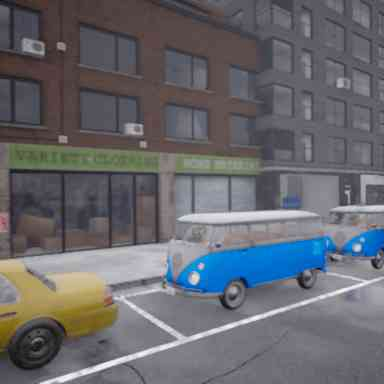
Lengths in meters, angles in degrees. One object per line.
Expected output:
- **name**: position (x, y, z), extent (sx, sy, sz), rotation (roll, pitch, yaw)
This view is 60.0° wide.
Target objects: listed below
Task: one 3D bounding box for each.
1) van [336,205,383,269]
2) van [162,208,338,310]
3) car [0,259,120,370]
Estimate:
- **van**: position (5.856, 1.320, 10.726), extent (3.998, 1.788, 1.690), rotation (0, -1, -36)
- **van**: position (1.309, 1.331, 7.481), extent (3.998, 1.788, 1.690), rotation (0, -1, -36)
- **car**: position (-3.375, 1.526, 4.136), extent (4.829, 1.417, 1.752), rotation (0, -1, -36)
